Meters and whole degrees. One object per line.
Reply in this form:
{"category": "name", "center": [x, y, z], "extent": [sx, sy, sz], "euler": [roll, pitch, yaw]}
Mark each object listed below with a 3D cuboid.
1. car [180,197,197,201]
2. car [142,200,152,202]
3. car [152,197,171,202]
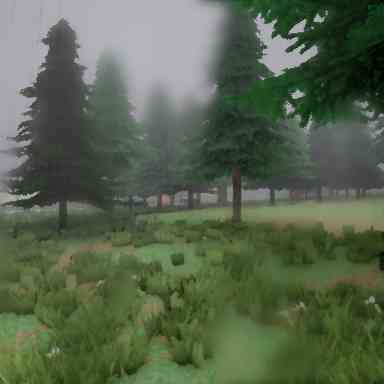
{"category": "car", "center": [-0.291, 1.624, 64.120], "extent": [1.882, 1.535, 5.008], "euler": [0, 0, 35]}
{"category": "car", "center": [-8.870, 1.756, 51.851], "extent": [1.895, 1.301, 4.718], "euler": [0, 0, 35]}
{"category": "car", "center": [-5.762, 1.544, 61.880], "extent": [2.097, 1.767, 4.553], "euler": [0, 0, 35]}
